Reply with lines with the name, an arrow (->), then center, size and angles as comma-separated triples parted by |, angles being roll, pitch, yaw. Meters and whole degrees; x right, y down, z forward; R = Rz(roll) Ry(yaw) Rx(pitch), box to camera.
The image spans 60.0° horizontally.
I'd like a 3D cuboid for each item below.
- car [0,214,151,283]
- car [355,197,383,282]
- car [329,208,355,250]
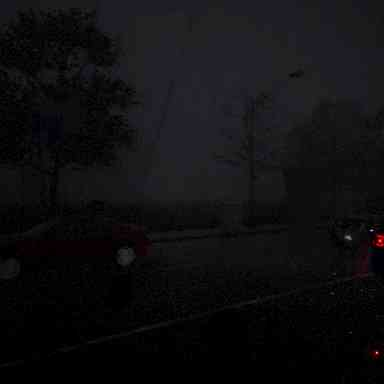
car -> -3.675, 1.456, 9.792 | 5.008, 1.535, 1.882 | 0, 0, -34
car -> 6.598, 1.214, 7.876 | 5.566, 2.045, 2.150 | 0, 0, -31
car -> 7.799, 1.204, 12.870 | 5.566, 2.045, 2.150 | 0, 0, -30
